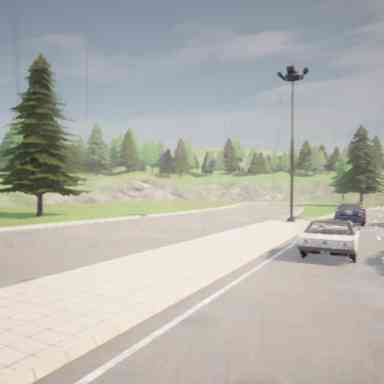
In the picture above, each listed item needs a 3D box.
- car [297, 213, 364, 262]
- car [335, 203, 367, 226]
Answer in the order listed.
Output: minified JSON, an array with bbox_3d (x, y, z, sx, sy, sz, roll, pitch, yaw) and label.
[{"bbox_3d":[5.455,1.731,12.917,1.895,1.301,4.718,0,0,28],"label":"car"},{"bbox_3d":[12.605,1.633,26.307,2.097,1.767,4.553,0,-1,30],"label":"car"}]
